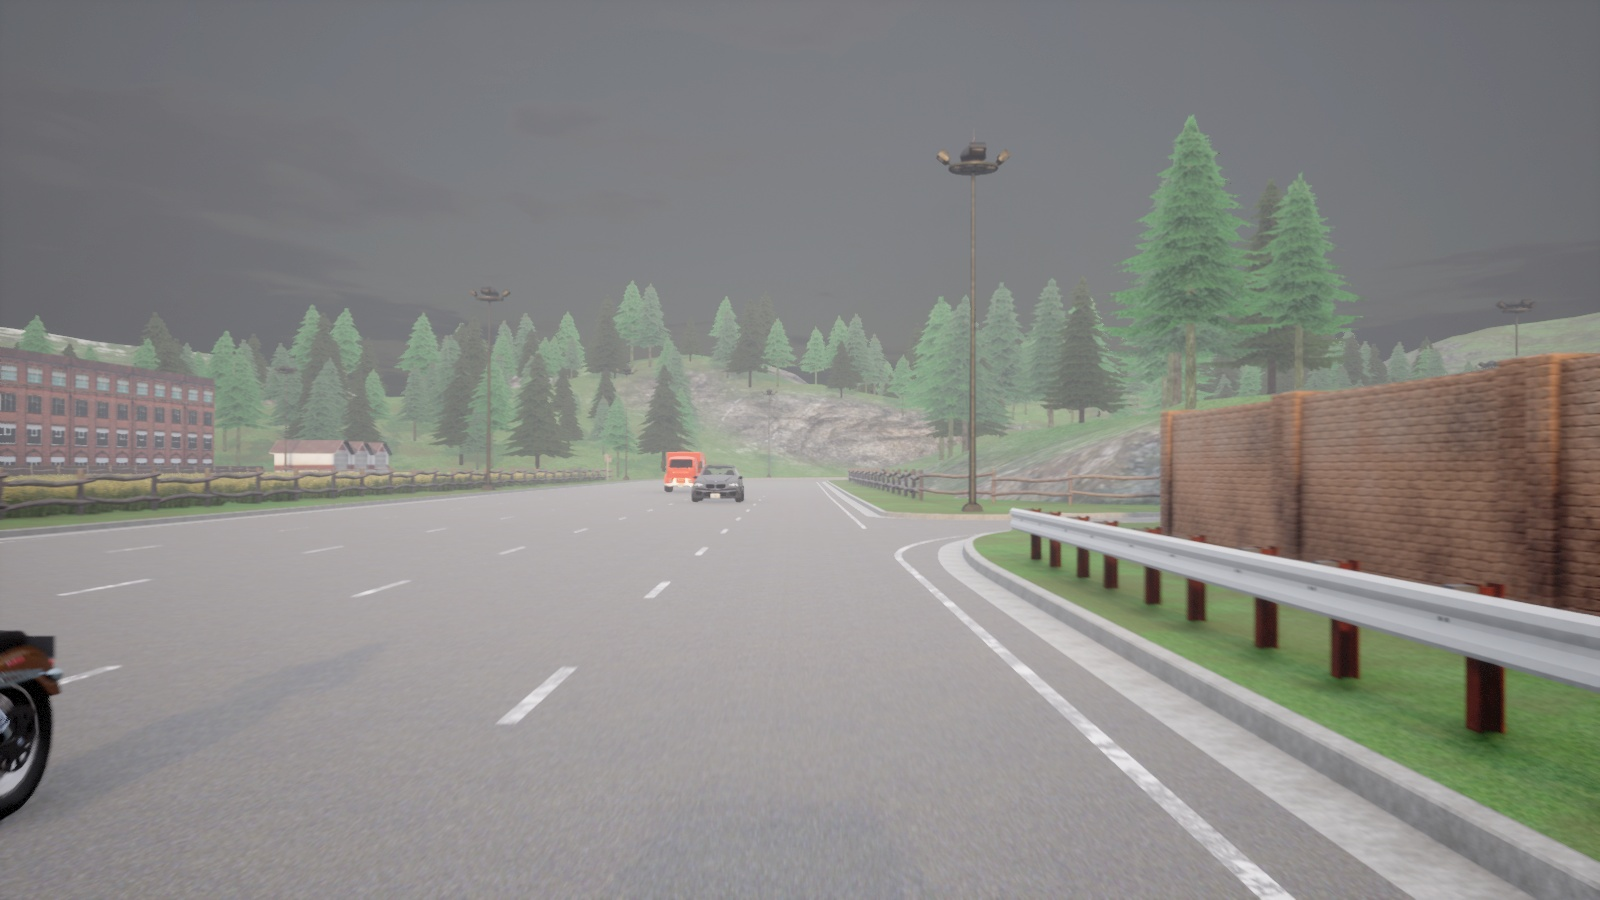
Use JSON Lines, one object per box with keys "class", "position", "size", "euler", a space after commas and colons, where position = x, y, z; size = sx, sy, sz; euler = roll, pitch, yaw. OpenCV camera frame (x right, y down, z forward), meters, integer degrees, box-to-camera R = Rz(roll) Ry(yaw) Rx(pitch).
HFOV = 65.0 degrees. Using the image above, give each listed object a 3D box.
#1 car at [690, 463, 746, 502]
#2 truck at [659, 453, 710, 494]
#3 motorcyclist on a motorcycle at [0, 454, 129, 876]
{"class": "car", "position": [-3.634, 1.454, 56.661], "size": [2.242, 1.667, 4.611], "euler": [0, -1, 0]}
{"class": "truck", "position": [-7.131, 1.434, 78.115], "size": [2.627, 2.467, 5.204], "euler": [0, -1, 0]}
{"class": "motorcyclist on a motorcycle", "position": [-3.511, 0.839, 4.683], "size": [0.766, 1.649, 2.350], "euler": [0, -1, 0]}
